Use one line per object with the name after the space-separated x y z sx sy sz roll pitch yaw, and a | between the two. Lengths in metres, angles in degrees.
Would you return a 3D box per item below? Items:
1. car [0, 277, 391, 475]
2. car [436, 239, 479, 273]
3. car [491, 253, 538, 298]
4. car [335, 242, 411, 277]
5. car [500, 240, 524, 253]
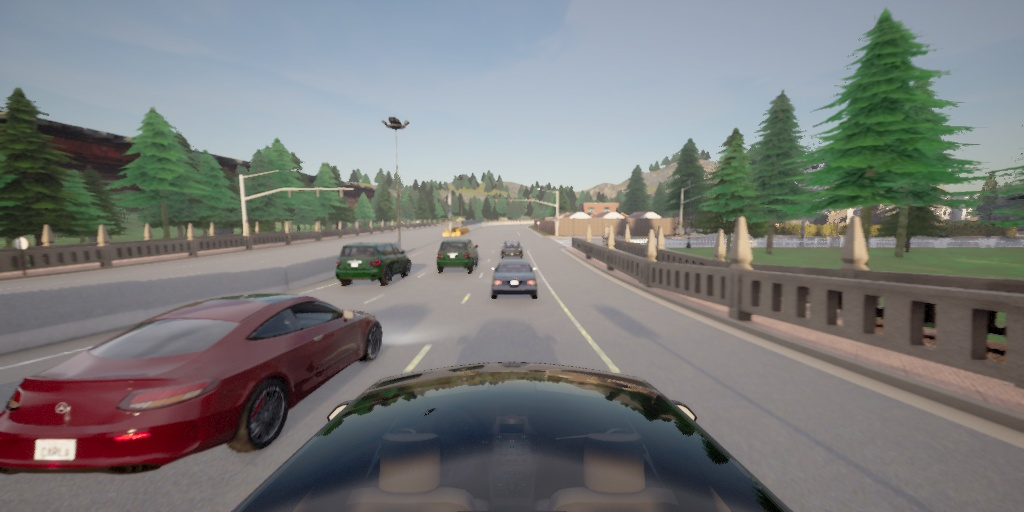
-3.402 1.234 4.972 1.812 1.442 4.674 0 1 0 | car
-3.460 -0.130 23.443 2.150 2.045 5.566 0 5 0 | car
0.081 0.844 15.250 2.033 1.411 5.357 0 4 0 | car
-6.933 0.302 18.440 2.150 2.045 5.566 0 4 0 | car
0.001 -0.595 30.407 2.128 1.511 4.902 0 6 0 | car
